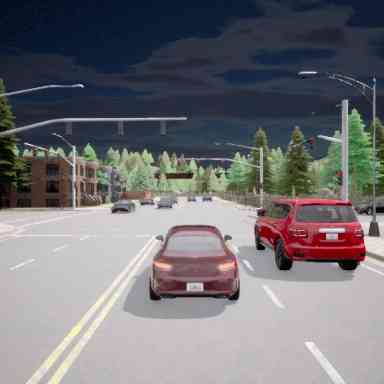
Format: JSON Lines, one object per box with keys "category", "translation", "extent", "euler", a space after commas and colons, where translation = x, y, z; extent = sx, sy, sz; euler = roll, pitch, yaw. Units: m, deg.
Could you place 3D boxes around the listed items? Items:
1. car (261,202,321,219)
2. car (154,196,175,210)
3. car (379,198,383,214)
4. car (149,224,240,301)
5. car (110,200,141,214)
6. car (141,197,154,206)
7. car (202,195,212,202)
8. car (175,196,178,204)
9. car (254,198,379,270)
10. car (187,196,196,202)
{"category": "car", "translation": [8.486, 1.601, 28.845], "extent": [4.718, 1.301, 1.895], "euler": [0, 0, 8]}
{"category": "car", "translation": [-3.511, 1.505, 43.187], "extent": [1.837, 1.490, 4.892], "euler": [0, 0, -3]}
{"category": "car", "translation": [18.275, 1.352, 32.491], "extent": [4.553, 1.767, 2.097], "euler": [0, 0, 0]}
{"category": "car", "translation": [0.050, 1.526, 8.227], "extent": [1.812, 1.442, 4.674], "euler": [0, 0, 0]}
{"category": "car", "translation": [-7.159, 1.547, 35.324], "extent": [2.033, 1.411, 5.357], "euler": [0, 0, 0]}
{"category": "car", "translation": [-7.180, 1.564, 53.580], "extent": [1.994, 1.385, 4.181], "euler": [0, 0, 0]}
{"category": "car", "translation": [3.389, 1.355, 74.389], "extent": [2.097, 1.767, 4.553], "euler": [0, 0, 0]}
{"category": "car", "translation": [-3.666, 1.506, 61.730], "extent": [1.837, 1.490, 4.892], "euler": [0, 0, 0]}
{"category": "car", "translation": [3.558, 1.221, 11.107], "extent": [2.150, 2.045, 5.566], "euler": [0, 0, 0]}
{"category": "car", "translation": [-0.119, 1.553, 74.618], "extent": [1.994, 1.385, 4.181], "euler": [0, 0, 0]}
